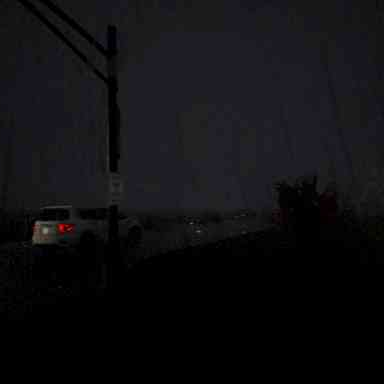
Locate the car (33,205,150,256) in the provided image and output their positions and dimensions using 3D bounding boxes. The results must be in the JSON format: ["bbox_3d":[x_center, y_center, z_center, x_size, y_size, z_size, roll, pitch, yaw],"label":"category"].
[{"bbox_3d":[-4.528,1.641,15.316,2.150,2.045,5.566,-3,-3,25],"label":"car"}]

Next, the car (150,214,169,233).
[{"bbox_3d":[-3.772,2.270,23.688,2.033,1.411,5.357,-2,-2,30],"label":"car"}]

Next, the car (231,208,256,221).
[{"bbox_3d":[6.444,2.787,41.405,1.837,1.490,4.892,-2,-2,30],"label":"car"}]

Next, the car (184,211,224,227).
[{"bbox_3d":[1.300,2.547,32.483,2.033,1.411,5.357,-2,-2,31],"label":"car"}]
